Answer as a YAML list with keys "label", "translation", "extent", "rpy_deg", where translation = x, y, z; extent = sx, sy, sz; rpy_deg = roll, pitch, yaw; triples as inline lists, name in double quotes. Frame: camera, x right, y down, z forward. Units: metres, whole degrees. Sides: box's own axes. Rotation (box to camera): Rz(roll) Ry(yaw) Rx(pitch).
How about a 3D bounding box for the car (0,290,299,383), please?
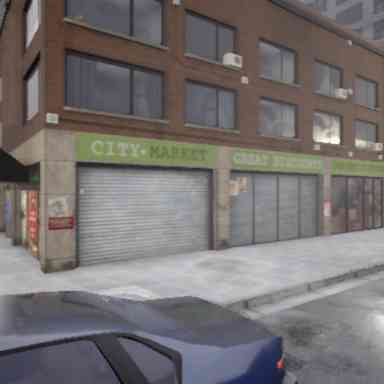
- label: "car"
  translation: [-1.609, 1.548, 2.181]
  extent: [5.357, 1.411, 2.033]
  rpy_deg: [0, 0, -35]
